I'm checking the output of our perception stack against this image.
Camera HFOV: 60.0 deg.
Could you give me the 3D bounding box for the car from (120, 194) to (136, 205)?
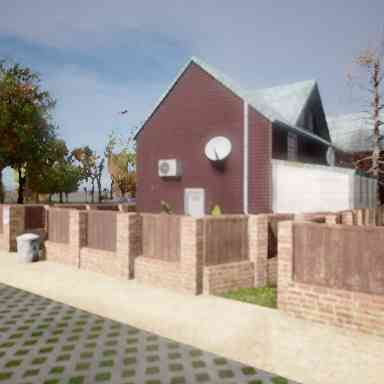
[{"bbox_3d":[-6.653,1.240,42.806,2.150,2.045,5.566,0,0,36],"label":"car"}]
